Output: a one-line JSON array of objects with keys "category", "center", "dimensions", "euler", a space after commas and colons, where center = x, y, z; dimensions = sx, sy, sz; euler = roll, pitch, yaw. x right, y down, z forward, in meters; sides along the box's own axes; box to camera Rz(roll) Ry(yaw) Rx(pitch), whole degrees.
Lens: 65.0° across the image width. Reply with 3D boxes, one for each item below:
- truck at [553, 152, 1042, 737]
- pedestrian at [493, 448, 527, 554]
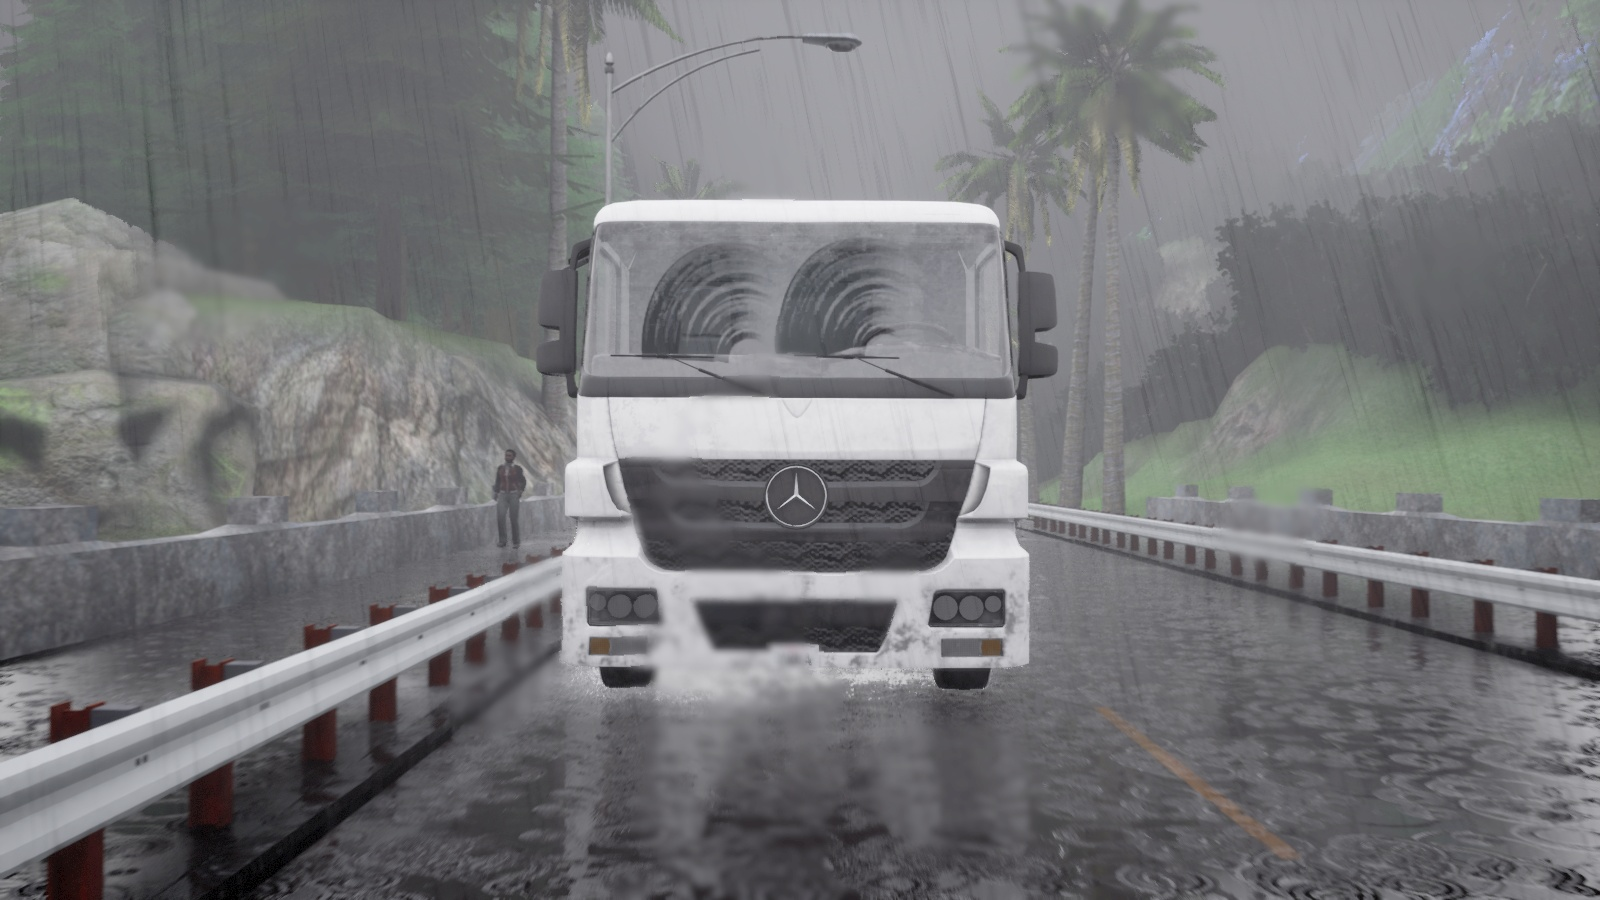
[{"category": "truck", "center": [-0.028, 0.024, 11.428], "dimensions": [2.891, 3.462, 7.936], "euler": [0, -1, 0]}, {"category": "pedestrian", "center": [-5.330, 0.933, 23.117], "dimensions": [0.402, 1.930, 0.666], "euler": [0, -1, 7]}]
